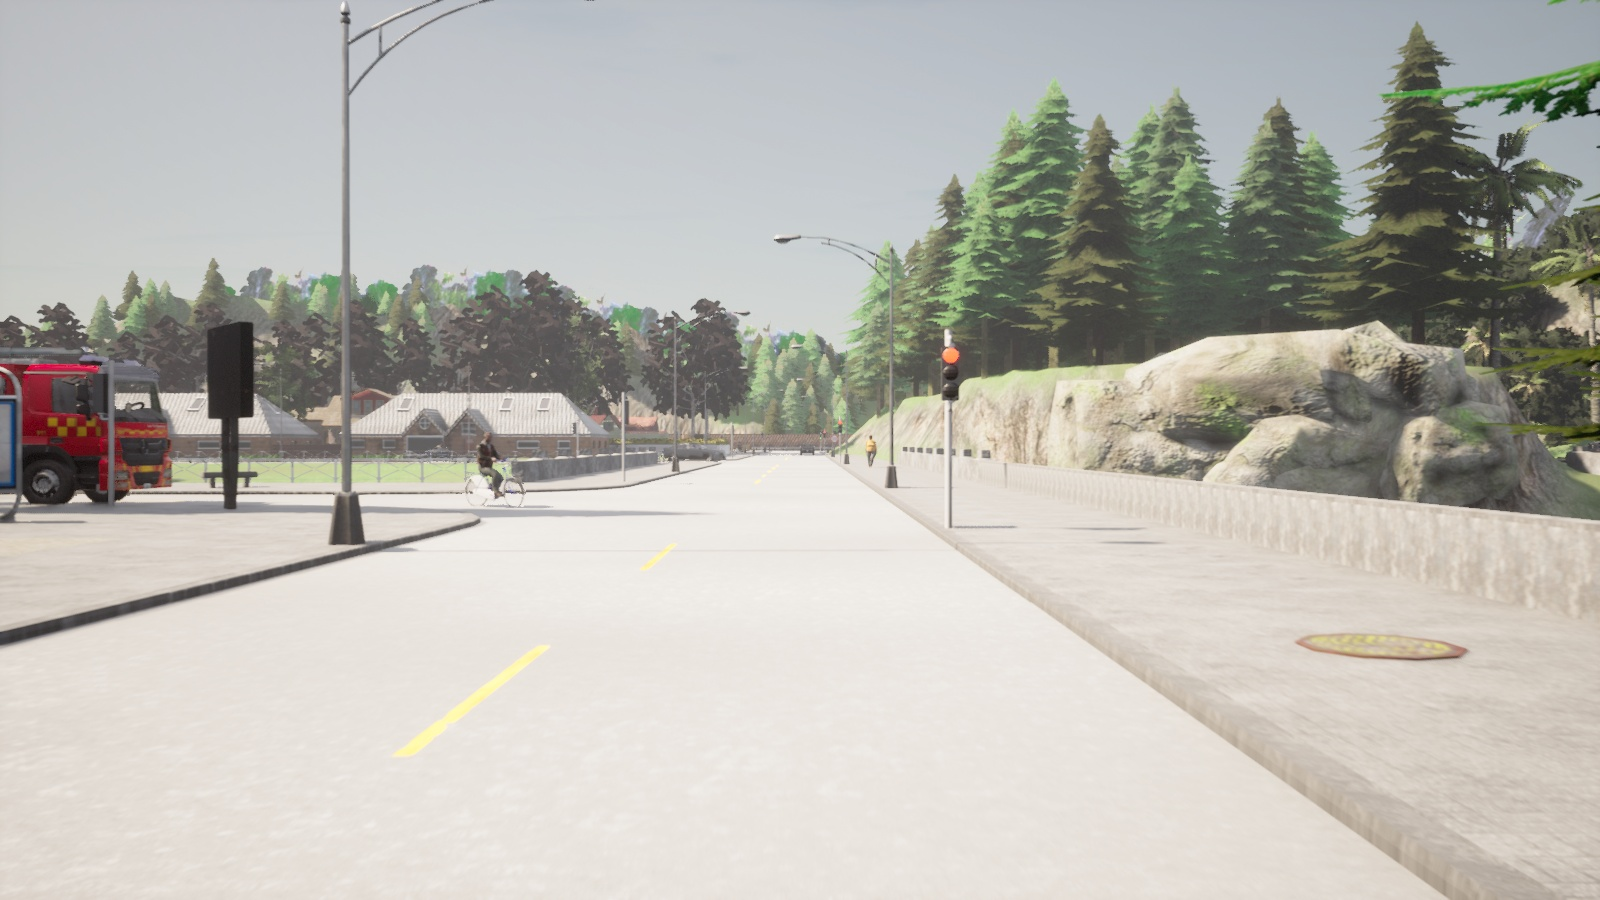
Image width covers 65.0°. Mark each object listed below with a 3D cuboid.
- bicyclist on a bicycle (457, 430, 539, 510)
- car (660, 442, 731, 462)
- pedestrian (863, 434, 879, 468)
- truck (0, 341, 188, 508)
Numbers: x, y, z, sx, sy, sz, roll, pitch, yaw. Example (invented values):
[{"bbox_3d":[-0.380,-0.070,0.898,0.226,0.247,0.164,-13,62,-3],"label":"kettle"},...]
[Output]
[{"bbox_3d":[-6.944,0.448,28.827,1.843,1.776,0.659,0,2,30],"label":"bicyclist on a bicycle"},{"bbox_3d":[-7.925,0.160,95.218,4.902,1.511,2.128,0,0,15],"label":"car"},{"bbox_3d":[3.950,0.066,69.827,0.874,1.855,0.900,0,0,0],"label":"pedestrian"},{"bbox_3d":[-19.702,-0.605,30.319,8.468,3.827,2.891,0,0,0],"label":"truck"}]
